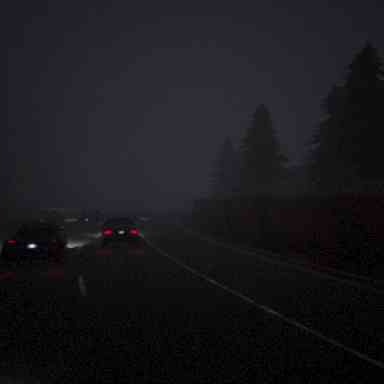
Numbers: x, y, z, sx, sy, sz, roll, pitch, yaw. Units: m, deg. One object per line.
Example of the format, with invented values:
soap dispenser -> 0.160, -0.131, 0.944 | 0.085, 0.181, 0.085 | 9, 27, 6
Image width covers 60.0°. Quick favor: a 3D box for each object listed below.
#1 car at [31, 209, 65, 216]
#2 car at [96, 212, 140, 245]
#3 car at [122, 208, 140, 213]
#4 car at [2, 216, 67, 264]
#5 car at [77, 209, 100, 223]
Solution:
car -> -13.633, 2.327, 31.886 | 1.895, 1.301, 4.718 | 1, -2, -6
car -> -4.013, 2.021, 18.182 | 2.033, 1.411, 5.357 | 1, -2, -15
car -> -7.030, 2.521, 37.927 | 1.812, 1.442, 4.674 | 1, -2, -3
car -> -6.097, 1.866, 13.245 | 1.994, 1.385, 4.181 | 1, -2, -19
car -> -10.350, 2.445, 34.343 | 1.895, 1.301, 4.718 | 1, -2, -5
